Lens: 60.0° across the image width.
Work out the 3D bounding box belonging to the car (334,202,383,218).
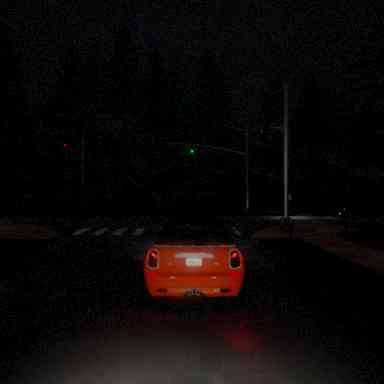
[{"bbox_3d":[14.334,1.460,27.318,4.718,1.301,1.895,0,0,0],"label":"car"}]

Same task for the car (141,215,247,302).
[{"bbox_3d":[0.049,1.358,8.452,2.097,1.767,4.553,0,0,0],"label":"car"}]
